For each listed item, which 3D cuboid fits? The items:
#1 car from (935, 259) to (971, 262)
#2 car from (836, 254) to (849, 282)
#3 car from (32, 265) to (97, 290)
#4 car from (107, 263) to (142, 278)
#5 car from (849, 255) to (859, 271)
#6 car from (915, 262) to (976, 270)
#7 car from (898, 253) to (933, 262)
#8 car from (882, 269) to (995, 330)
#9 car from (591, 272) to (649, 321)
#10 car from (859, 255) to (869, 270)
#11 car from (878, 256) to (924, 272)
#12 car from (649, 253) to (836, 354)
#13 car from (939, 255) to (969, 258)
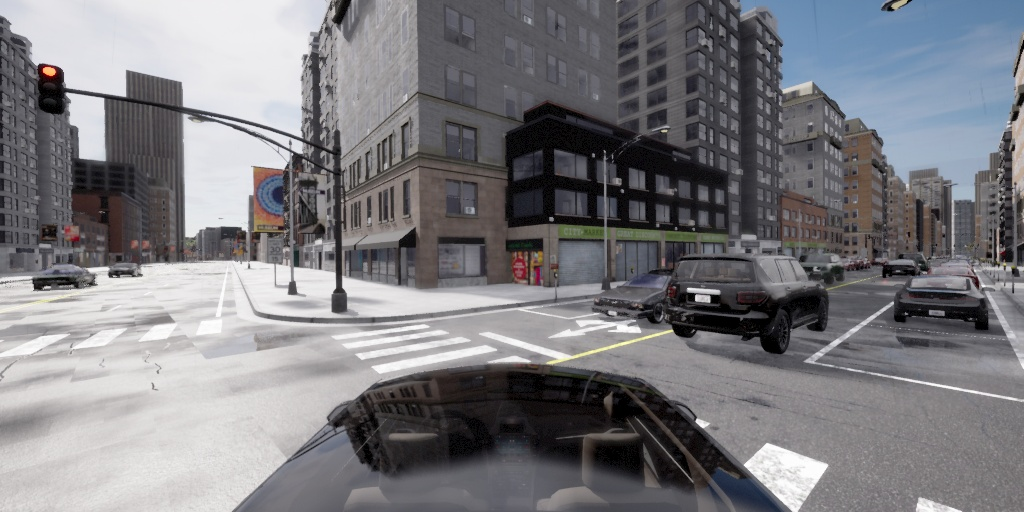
[{"bbox_3d":[30.487,1.104,24.689,4.507,1.381,1.888,0,0,-38],"label":"car"},{"bbox_3d":[21.231,0.829,24.952,5.566,2.045,2.150,0,0,-38],"label":"car"},{"bbox_3d":[-29.675,1.491,23.902,1.895,1.301,4.718,-1,0,-38],"label":"car"},{"bbox_3d":[-39.907,1.443,37.017,1.837,1.490,4.892,-1,0,-38],"label":"car"},{"bbox_3d":[38.526,0.957,41.915,4.097,1.591,1.967,0,0,-38],"label":"car"},{"bbox_3d":[21.605,1.158,17.667,4.507,1.381,1.888,0,0,-38],"label":"car"},{"bbox_3d":[40.174,0.733,35.961,5.566,2.045,2.150,0,0,-38],"label":"car"},{"bbox_3d":[12.723,1.228,10.643,4.403,1.370,2.007,0,0,-38],"label":"car"},{"bbox_3d":[5.033,1.270,12.160,5.357,1.411,2.033,0,0,-38],"label":"car"},{"bbox_3d":[42.967,0.817,45.426,5.009,1.841,2.192,0,0,-38],"label":"car"},{"bbox_3d":[32.088,1.025,29.515,5.008,1.535,1.882,0,0,-38],"label":"car"},{"bbox_3d":[5.989,0.944,8.964,5.566,2.045,2.150,0,0,-38],"label":"car"},{"bbox_3d":[43.810,0.937,35.224,4.097,1.591,1.967,0,0,-38],"label":"car"}]
